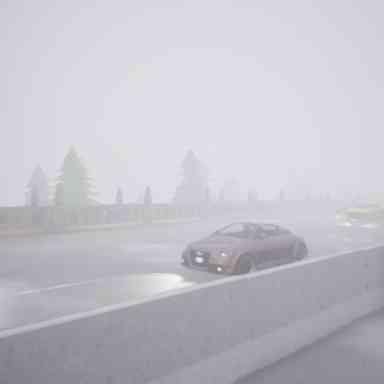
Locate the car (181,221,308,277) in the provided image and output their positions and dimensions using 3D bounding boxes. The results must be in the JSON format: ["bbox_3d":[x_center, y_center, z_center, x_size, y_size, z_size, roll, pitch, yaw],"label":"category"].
[{"bbox_3d":[1.707,1.607,10.075,4.181,1.385,1.994,0,0,-41],"label":"car"}]

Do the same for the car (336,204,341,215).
[{"bbox_3d":[16.787,1.660,34.953,1.812,1.442,4.674,0,0,44],"label":"car"}]

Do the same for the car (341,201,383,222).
[{"bbox_3d":[14.397,1.579,27.446,1.882,1.535,5.008,0,0,44],"label":"car"}]
